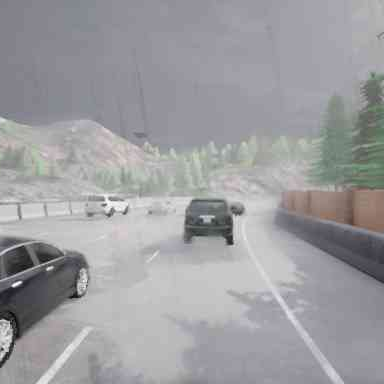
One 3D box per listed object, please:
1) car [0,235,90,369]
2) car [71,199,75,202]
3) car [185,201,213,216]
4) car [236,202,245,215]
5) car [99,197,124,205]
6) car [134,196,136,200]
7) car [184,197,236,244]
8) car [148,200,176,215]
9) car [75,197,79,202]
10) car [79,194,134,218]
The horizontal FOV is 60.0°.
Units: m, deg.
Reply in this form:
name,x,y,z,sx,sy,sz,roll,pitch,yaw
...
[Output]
name,x,y,z,sx,sy,sz,roll,pitch,yaw
car,-3.259,1.491,5.585,1.837,1.490,4.892,0,0,2
car,-20.451,1.480,61.763,1.812,1.442,4.674,0,0,21
car,0.786,1.654,34.728,1.994,1.385,4.181,0,0,14
car,4.502,1.689,35.135,1.994,1.385,4.181,0,0,14
car,-14.121,1.613,58.697,1.895,1.301,4.718,0,0,21
car,-11.127,1.387,56.669,2.097,1.767,4.553,1,0,20
car,0.957,1.271,16.297,2.150,2.045,5.566,0,0,7
car,-3.021,1.580,34.108,1.812,1.442,4.674,0,0,14
car,-17.783,1.457,58.872,1.882,1.535,5.008,0,0,20
car,-7.546,1.227,30.075,2.150,2.045,5.566,0,0,11
